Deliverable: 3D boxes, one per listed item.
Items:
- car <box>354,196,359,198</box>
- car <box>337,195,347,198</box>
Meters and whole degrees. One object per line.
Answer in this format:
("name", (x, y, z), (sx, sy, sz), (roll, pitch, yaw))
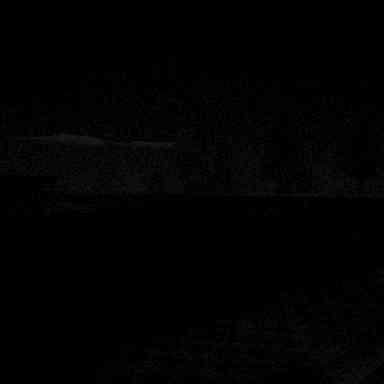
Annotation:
("car", (36.703, 1.567, 73.660), (1.994, 1.385, 4.181), (0, 0, 5))
("car", (37.549, 1.471, 83.568), (1.812, 1.442, 4.674), (0, 0, 5))
